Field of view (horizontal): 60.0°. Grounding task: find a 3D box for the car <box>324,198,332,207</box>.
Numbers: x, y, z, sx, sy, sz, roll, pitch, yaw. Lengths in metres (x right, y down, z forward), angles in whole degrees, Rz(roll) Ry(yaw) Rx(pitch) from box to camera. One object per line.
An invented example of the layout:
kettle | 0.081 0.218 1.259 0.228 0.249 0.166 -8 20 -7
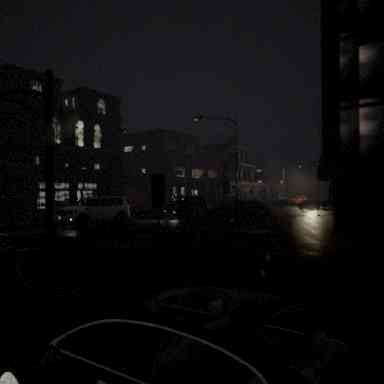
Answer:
car | 22.265 1.828 53.533 1.887 1.381 4.507 -1 -1 36

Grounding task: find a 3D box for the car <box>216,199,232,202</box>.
car | 5.272 1.740 40.200 1.812 1.442 4.674 0 -1 37

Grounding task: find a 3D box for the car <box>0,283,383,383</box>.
car | -0.115 1.553 2.962 4.403 1.369 2.008 0 0 35

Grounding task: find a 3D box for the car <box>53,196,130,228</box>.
car | -6.919 1.335 23.680 2.150 2.045 5.566 0 -1 36

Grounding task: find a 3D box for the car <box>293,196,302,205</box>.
car | 18.701 1.893 62.824 1.752 1.417 4.829 -1 -1 36

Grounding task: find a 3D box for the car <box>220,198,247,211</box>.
car | 5.665 1.693 45.131 1.967 1.590 4.097 -1 -1 36

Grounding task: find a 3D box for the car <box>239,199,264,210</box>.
car | 8.949 1.826 49.587 1.887 1.381 4.507 -1 -1 36

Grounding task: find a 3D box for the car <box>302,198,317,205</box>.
car | 25.371 1.996 71.877 1.947 1.339 4.313 -1 -1 36

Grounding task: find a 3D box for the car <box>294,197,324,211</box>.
car | 15.798 1.752 44.754 1.752 1.417 4.829 -1 -1 36

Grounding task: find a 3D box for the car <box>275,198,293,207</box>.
car | 15.518 1.890 58.503 2.008 1.369 4.403 -1 -1 36

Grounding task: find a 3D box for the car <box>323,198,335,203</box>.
car | 35.222 2.106 85.249 1.802 1.307 4.206 -1 -1 36

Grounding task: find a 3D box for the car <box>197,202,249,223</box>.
car | 2.591 1.696 26.766 1.802 1.307 4.206 -1 -1 36

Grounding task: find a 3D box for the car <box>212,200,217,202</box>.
car | 2.380 1.665 40.673 1.967 1.590 4.097 -1 -1 36

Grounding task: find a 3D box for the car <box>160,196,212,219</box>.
car | -0.794 1.385 31.976 2.150 2.045 5.566 0 -1 37

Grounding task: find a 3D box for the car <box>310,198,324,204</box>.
car | 28.654 2.027 76.334 1.947 1.339 4.313 -1 -1 36

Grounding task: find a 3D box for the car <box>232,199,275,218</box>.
car | 5.844 1.582 31.245 1.967 1.590 4.097 -1 -1 36
